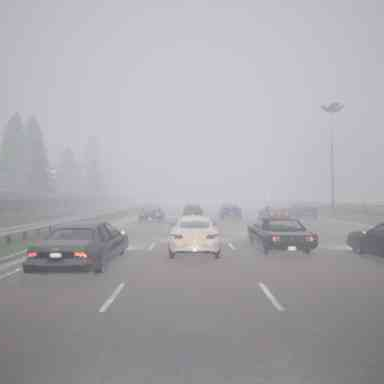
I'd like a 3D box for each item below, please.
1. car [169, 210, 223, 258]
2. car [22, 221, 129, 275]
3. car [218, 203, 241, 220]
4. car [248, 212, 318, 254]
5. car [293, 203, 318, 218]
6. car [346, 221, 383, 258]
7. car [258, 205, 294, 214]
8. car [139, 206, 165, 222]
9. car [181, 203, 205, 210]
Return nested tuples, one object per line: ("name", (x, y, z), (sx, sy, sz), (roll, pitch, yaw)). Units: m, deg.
("car", (0.092, 1.660, 13.233), (1.812, 1.442, 4.674), (0, -1, 0))
("car", (-3.407, 1.658, 10.827), (2.033, 1.411, 5.357), (0, -1, 0))
("car", (3.591, 1.805, 32.374), (1.882, 1.535, 5.008), (0, -1, 0))
("car", (3.595, 1.744, 14.126), (1.895, 1.301, 4.718), (0, -1, 0))
("car", (10.591, 1.804, 32.385), (1.882, 1.535, 5.008), (0, -1, 0))
("car", (7.094, 1.658, 10.875), (2.033, 1.411, 5.357), (0, -1, 0))
("car", (7.091, 1.896, 29.233), (1.895, 1.301, 4.718), (0, -1, 0))
("car", (-3.409, 1.896, 29.220), (1.895, 1.301, 4.718), (0, -1, 0))
("car", (0.091, 1.817, 30.920), (1.837, 1.490, 4.892), (0, -1, 0))
